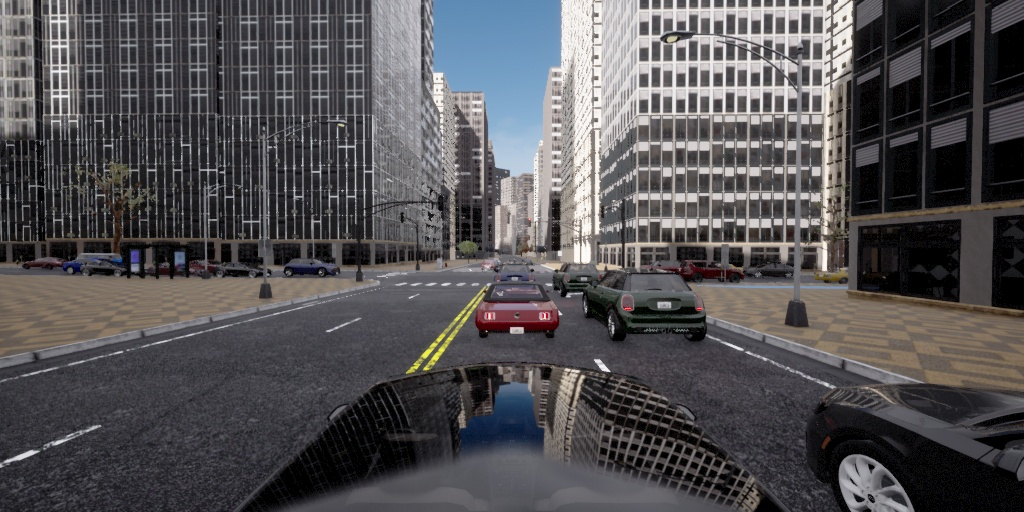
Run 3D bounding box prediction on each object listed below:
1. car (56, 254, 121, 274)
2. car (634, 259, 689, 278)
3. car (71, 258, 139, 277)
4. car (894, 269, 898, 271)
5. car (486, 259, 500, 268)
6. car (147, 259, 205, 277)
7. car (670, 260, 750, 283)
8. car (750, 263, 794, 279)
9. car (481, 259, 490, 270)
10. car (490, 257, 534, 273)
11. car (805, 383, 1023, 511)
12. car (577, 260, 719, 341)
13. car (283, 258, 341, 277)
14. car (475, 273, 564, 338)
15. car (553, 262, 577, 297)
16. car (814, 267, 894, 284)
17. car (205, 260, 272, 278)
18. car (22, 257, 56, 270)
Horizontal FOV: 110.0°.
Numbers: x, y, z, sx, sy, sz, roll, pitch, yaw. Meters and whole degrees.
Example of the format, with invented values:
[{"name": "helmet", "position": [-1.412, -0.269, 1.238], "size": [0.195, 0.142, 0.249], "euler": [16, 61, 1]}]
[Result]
[{"name": "car", "position": [-38.432, 0.898, 33.260], "size": [5.008, 1.535, 1.882], "euler": [1, 1, 2]}, {"name": "car", "position": [14.683, 1.198, 35.461], "size": [4.553, 1.767, 2.097], "euler": [1, 1, 2]}, {"name": "car", "position": [-34.045, 1.069, 30.527], "size": [4.313, 1.339, 1.948], "euler": [0, 0, 1]}, {"name": "car", "position": [33.160, 1.685, 29.276], "size": [4.207, 1.307, 1.802], "euler": [0, 0, 1]}, {"name": "car", "position": [-3.217, 1.251, 60.260], "size": [2.033, 1.411, 5.357], "euler": [0, 0, 0]}, {"name": "car", "position": [-28.365, 1.138, 30.343], "size": [4.207, 1.307, 1.802], "euler": [0, 0, 1]}, {"name": "car", "position": [16.243, 1.269, 29.599], "size": [5.009, 1.841, 2.192], "euler": [0, 0, 1]}, {"name": "car", "position": [25.116, 1.444, 35.205], "size": [4.892, 1.490, 1.837], "euler": [1, 1, 1]}, {"name": "car", "position": [-3.241, 1.241, 50.572], "size": [1.812, 1.442, 4.674], "euler": [0, 0, 0]}, {"name": "car", "position": [0.130, 1.092, 19.097], "size": [2.097, 1.767, 4.553], "euler": [0, 0, 0]}, {"name": "car", "position": [3.341, 1.255, 0.953], "size": [1.837, 1.490, 4.892], "euler": [0, 0, 0]}, {"name": "car", "position": [3.356, 1.098, 10.008], "size": [2.097, 1.767, 4.553], "euler": [0, 0, 0]}, {"name": "car", "position": [-18.178, 0.957, 32.770], "size": [4.553, 1.767, 2.097], "euler": [1, 1, 2]}, {"name": "car", "position": [0.112, 1.347, 10.104], "size": [1.895, 1.301, 4.718], "euler": [0, 0, 0]}, {"name": "car", "position": [3.379, 1.093, 18.945], "size": [2.097, 1.767, 4.553], "euler": [0, 0, 0]}, {"name": "car", "position": [27.691, 1.579, 29.380], "size": [4.829, 1.417, 1.751], "euler": [0, 0, 1]}, {"name": "car", "position": [-22.681, 1.174, 30.199], "size": [4.313, 1.339, 1.948], "euler": [0, 0, 1]}, {"name": "car", "position": [-50.902, 0.793, 39.335], "size": [4.207, 1.307, 1.802], "euler": [0, 0, 1]}]
